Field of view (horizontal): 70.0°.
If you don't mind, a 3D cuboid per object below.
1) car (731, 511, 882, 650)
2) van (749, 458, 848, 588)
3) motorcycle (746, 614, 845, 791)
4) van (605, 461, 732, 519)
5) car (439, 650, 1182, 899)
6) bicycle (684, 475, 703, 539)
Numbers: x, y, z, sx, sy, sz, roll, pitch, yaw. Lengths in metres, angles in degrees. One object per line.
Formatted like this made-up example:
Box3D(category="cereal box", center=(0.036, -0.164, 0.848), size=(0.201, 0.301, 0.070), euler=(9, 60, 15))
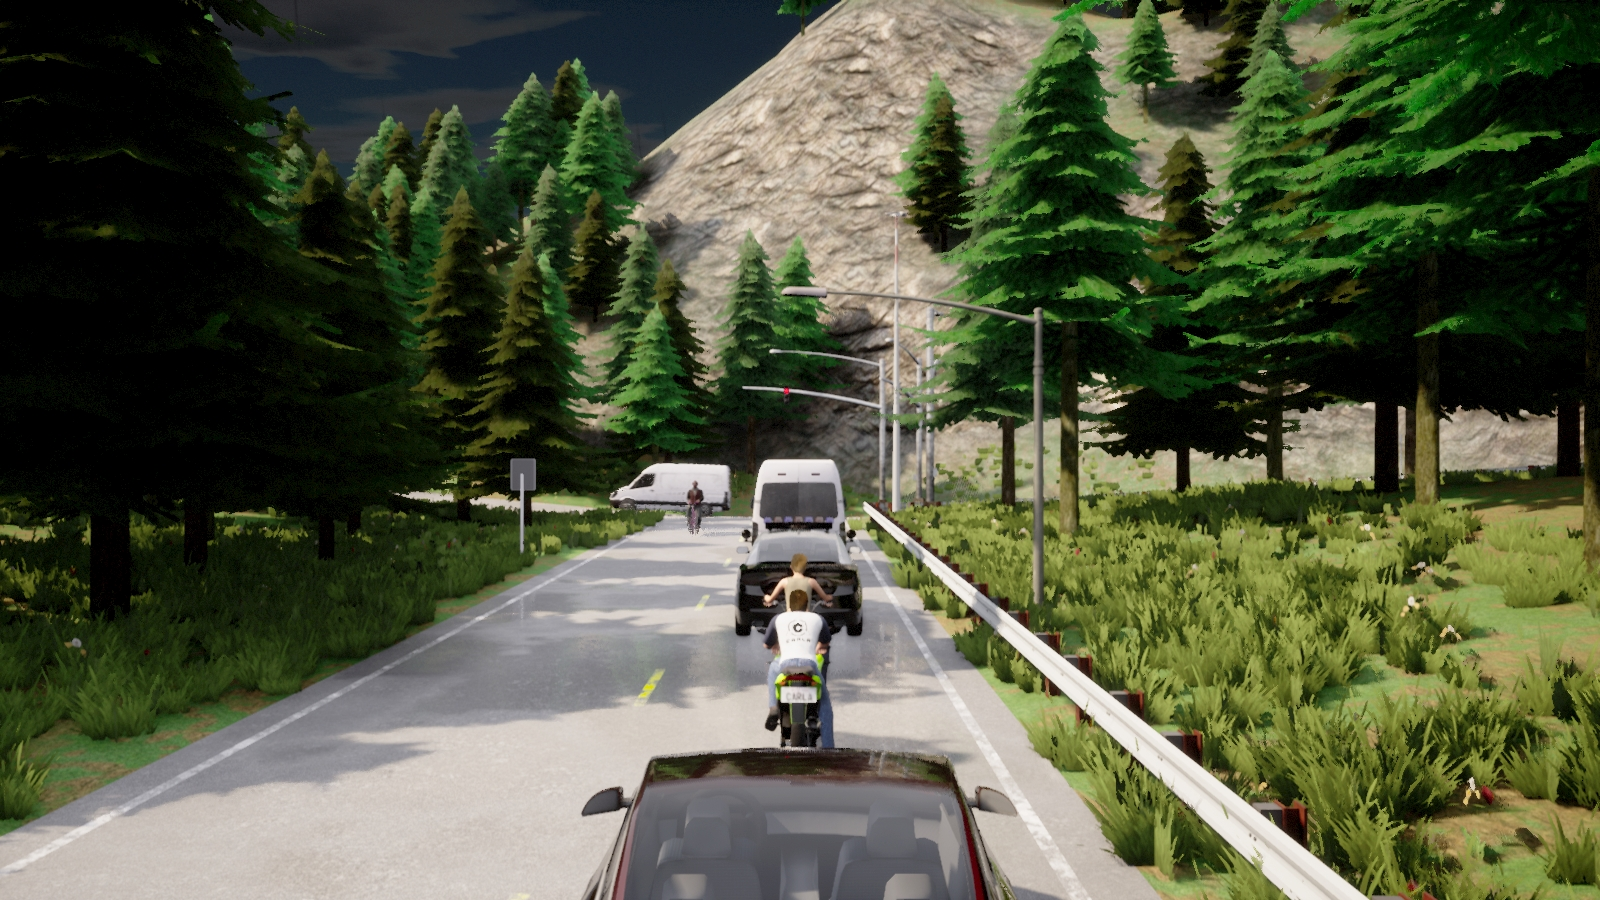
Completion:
Box3D(category="car", center=(0.090, 1.952, 18.500), size=(2.097, 1.638, 5.238), euler=(0, 0, 0))
Box3D(category="van", center=(-0.039, 1.492, 25.917), size=(1.988, 2.561, 5.915), euler=(0, 0, 0))
Box3D(category="motorcycle", center=(-0.033, 2.195, 10.287), size=(0.803, 1.145, 2.033), euler=(0, 0, 0))
Box3D(category="van", center=(-6.389, 1.945, 56.002), size=(5.915, 2.561, 1.988), euler=(2, -1, 0))
Box3D(category="car", center=(0.027, 2.053, 5.079), size=(2.163, 1.488, 4.792), euler=(0, 0, 0))
Box3D(category="bicycle", center=(-3.357, 1.779, 36.087), size=(0.329, 1.919, 1.835), euler=(0, 0, 2))
